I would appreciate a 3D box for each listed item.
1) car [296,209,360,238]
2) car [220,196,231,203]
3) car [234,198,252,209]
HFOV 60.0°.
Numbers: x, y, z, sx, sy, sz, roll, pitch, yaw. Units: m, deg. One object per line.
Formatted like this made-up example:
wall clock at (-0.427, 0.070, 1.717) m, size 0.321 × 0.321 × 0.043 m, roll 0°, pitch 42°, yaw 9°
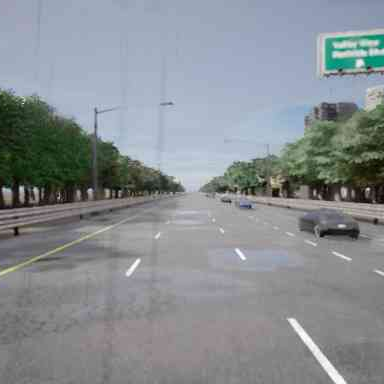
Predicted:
car at (7.003, 1.565, 17.534) m, size 1.994 × 1.385 × 4.181 m, roll 0°, pitch 0°, yaw 0°
car at (7.020, 1.555, 70.022) m, size 1.994 × 1.385 × 4.181 m, roll 0°, pitch 0°, yaw 0°
car at (7.010, 1.544, 45.903) m, size 2.033 × 1.411 × 5.357 m, roll 0°, pitch 0°, yaw 0°
